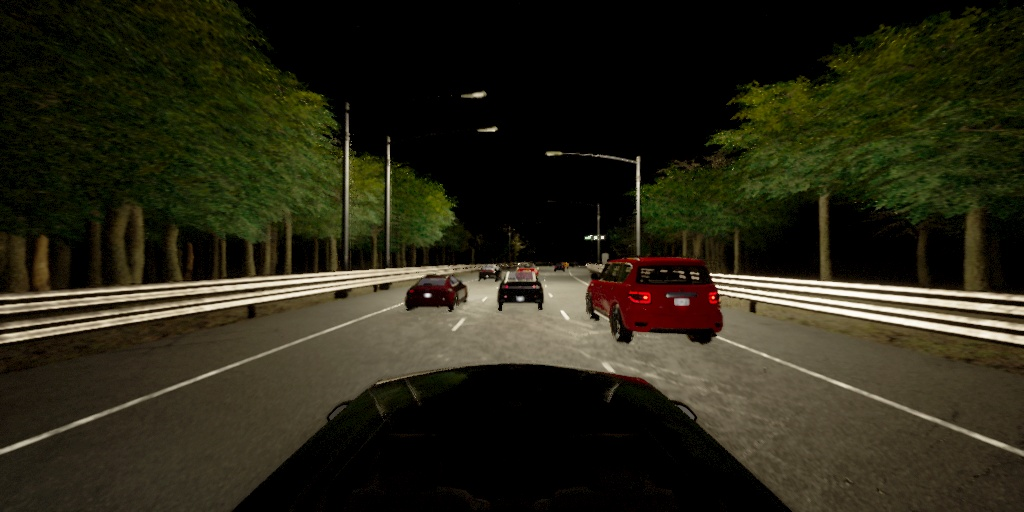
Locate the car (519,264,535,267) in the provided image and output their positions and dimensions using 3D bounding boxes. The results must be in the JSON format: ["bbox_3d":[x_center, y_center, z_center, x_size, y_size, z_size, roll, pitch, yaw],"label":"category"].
[{"bbox_3d":[1.521,1.513,34.668,2.097,1.767,4.553,0,-1,5],"label":"car"}]

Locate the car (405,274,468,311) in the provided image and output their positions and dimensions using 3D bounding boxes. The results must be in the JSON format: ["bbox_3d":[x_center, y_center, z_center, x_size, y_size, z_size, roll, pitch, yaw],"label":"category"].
[{"bbox_3d":[-3.114,1.481,15.542,1.994,1.385,4.181,0,-1,2],"label":"car"}]

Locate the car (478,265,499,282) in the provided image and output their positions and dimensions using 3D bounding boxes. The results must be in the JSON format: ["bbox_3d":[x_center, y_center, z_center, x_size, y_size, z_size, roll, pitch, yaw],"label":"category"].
[{"bbox_3d":[-2.017,1.644,34.414,2.128,1.511,4.902,0,-1,5],"label":"car"}]

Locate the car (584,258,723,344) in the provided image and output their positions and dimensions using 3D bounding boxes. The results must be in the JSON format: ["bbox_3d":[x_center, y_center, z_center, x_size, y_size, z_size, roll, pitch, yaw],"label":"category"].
[{"bbox_3d":[3.602,1.082,10.154,2.150,2.045,5.566,0,-1,1],"label":"car"}]

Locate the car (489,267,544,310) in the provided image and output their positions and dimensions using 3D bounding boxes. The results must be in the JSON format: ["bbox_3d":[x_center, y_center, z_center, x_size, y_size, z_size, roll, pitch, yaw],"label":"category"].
[{"bbox_3d":[0.395,1.417,15.829,2.128,1.511,4.902,0,-1,2],"label":"car"}]
